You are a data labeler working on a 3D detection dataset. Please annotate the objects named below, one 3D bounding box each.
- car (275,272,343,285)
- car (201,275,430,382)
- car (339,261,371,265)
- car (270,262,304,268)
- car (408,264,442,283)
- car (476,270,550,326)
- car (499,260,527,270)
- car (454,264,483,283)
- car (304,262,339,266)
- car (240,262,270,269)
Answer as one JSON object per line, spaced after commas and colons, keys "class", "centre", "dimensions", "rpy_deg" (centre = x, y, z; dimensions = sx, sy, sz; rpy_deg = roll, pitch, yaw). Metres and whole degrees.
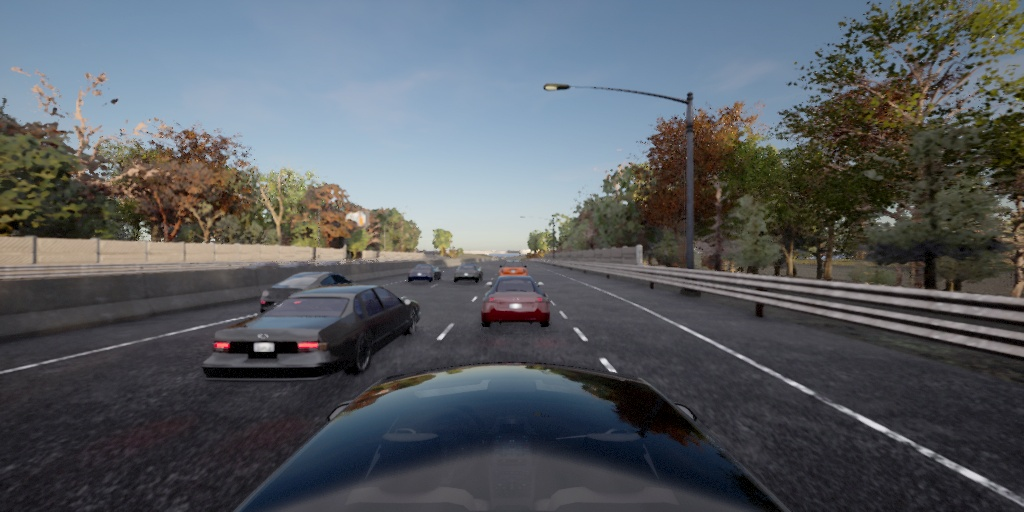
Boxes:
{"class": "car", "centre": [-6.897, 1.283, 12.935], "dimensions": [1.812, 1.442, 4.674], "rpy_deg": [0, 0, 0]}
{"class": "car", "centre": [-3.397, 1.301, 7.423], "dimensions": [2.033, 1.411, 5.357], "rpy_deg": [0, 0, 0]}
{"class": "car", "centre": [-17.580, 1.286, 41.627], "dimensions": [2.128, 1.511, 4.902], "rpy_deg": [0, 0, 0]}
{"class": "car", "centre": [-24.580, 1.341, 41.036], "dimensions": [2.033, 1.411, 5.357], "rpy_deg": [0, 0, 0]}
{"class": "car", "centre": [-6.895, 1.339, 28.745], "dimensions": [1.994, 1.385, 4.181], "rpy_deg": [0, 0, 0]}
{"class": "car", "centre": [0.100, 1.320, 11.668], "dimensions": [1.994, 1.385, 4.181], "rpy_deg": [0, 0, 0]}
{"class": "car", "centre": [0.101, 1.126, 27.873], "dimensions": [2.097, 1.767, 4.553], "rpy_deg": [0, 0, 0]}
{"class": "car", "centre": [-3.396, 1.339, 28.584], "dimensions": [1.994, 1.385, 4.181], "rpy_deg": [0, 0, 0]}
{"class": "car", "centre": [-21.082, 1.342, 41.162], "dimensions": [2.033, 1.411, 5.357], "rpy_deg": [0, 0, 0]}
{"class": "car", "centre": [-28.079, 1.340, 40.629], "dimensions": [2.033, 1.411, 5.357], "rpy_deg": [0, 0, 0]}
